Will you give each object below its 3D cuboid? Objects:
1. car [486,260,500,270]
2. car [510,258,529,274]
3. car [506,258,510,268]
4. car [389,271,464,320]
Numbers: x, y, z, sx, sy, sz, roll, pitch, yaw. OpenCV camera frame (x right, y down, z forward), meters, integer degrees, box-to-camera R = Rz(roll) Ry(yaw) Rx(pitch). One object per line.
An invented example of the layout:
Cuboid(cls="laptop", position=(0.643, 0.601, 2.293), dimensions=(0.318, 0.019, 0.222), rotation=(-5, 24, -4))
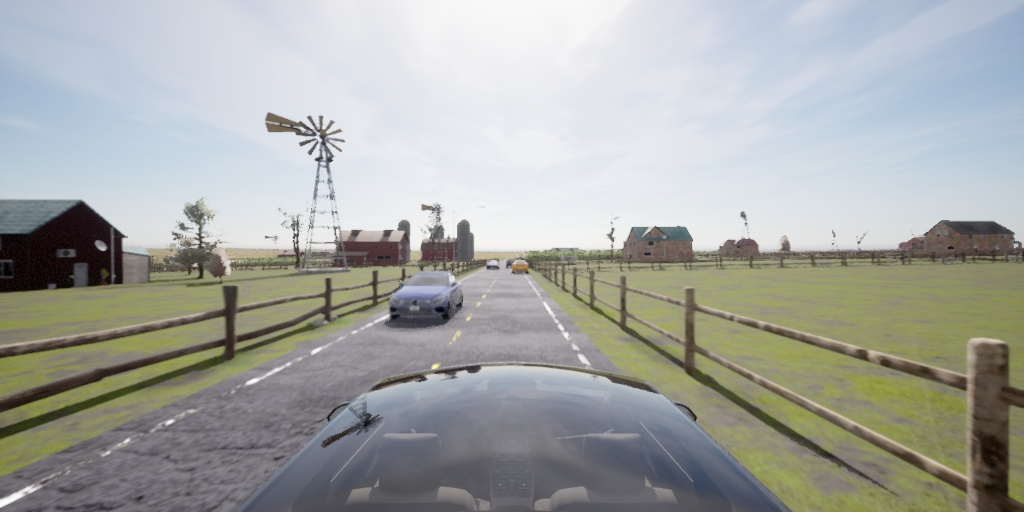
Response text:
Cuboid(cls="car", position=(-2.820, 1.323, 53.465), dimensions=(2.033, 1.411, 5.357), rotation=(0, 0, 1))
Cuboid(cls="car", position=(0.958, 1.244, 42.597), dimensions=(1.882, 1.535, 5.008), rotation=(0, 0, 0))
Cuboid(cls="car", position=(-0.005, 1.137, 61.231), dimensions=(2.097, 1.767, 4.553), rotation=(0, 0, 0))
Cuboid(cls="car", position=(-2.850, 1.275, 12.803), dimensions=(1.812, 1.442, 4.674), rotation=(0, 0, 0))
